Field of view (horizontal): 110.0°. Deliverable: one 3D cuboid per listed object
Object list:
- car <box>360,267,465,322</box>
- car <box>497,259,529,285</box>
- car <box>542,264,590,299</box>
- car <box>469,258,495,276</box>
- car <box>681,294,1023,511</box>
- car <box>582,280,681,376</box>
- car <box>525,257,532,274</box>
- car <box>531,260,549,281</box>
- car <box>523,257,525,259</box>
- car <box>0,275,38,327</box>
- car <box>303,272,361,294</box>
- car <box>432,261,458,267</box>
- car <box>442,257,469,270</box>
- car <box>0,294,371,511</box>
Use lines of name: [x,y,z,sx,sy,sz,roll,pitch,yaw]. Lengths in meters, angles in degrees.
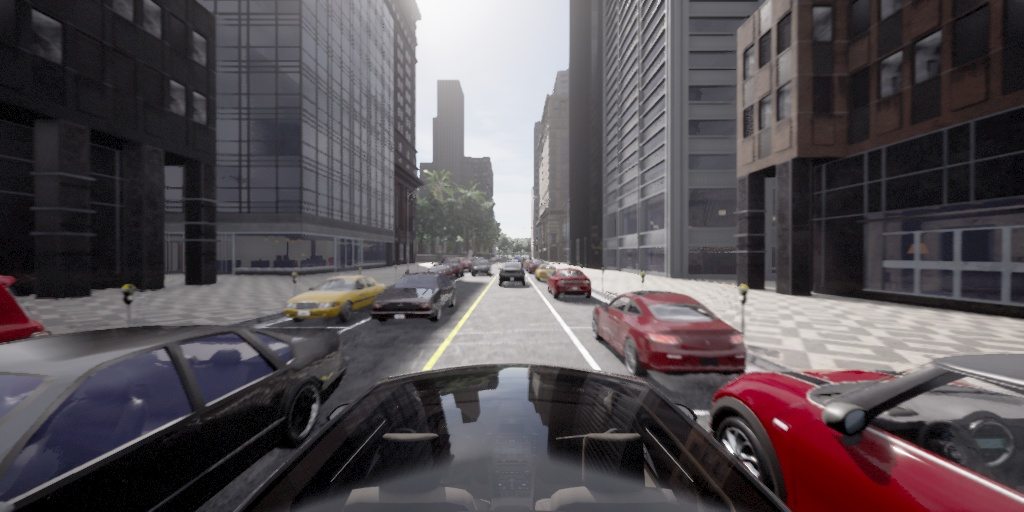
car: [-3.099,1.285,12.546,2.033,1.411,5.357,0,0,0]
car: [0.021,1.231,25.911,1.837,1.490,4.892,0,1,0]
car: [2.755,1.277,17.940,1.888,1.381,4.507,0,0,0]
car: [-3.036,1.224,36.207,1.837,1.490,4.892,0,-1,0]
car: [2.761,1.190,1.665,1.967,1.591,4.097,0,0,0]
car: [2.759,1.326,7.090,1.802,1.307,4.207,0,0,0]
car: [2.747,1.155,39.640,1.967,1.591,4.097,0,0,0]
car: [2.751,1.248,28.960,1.751,1.417,4.829,0,0,0]
car: [2.745,1.152,45.065,1.967,1.591,4.097,0,0,0]
car: [-5.764,1.065,1.666,2.192,1.841,5.009,0,0,0]
car: [-5.768,1.262,12.348,1.751,1.417,4.829,0,0,0]
car: [-5.775,1.304,28.796,1.802,1.307,4.207,0,0,0]
car: [-5.776,1.033,34.222,2.192,1.841,5.009,0,0,0]
car: [-3.096,1.297,2.497,2.033,1.411,5.357,0,0,0]
